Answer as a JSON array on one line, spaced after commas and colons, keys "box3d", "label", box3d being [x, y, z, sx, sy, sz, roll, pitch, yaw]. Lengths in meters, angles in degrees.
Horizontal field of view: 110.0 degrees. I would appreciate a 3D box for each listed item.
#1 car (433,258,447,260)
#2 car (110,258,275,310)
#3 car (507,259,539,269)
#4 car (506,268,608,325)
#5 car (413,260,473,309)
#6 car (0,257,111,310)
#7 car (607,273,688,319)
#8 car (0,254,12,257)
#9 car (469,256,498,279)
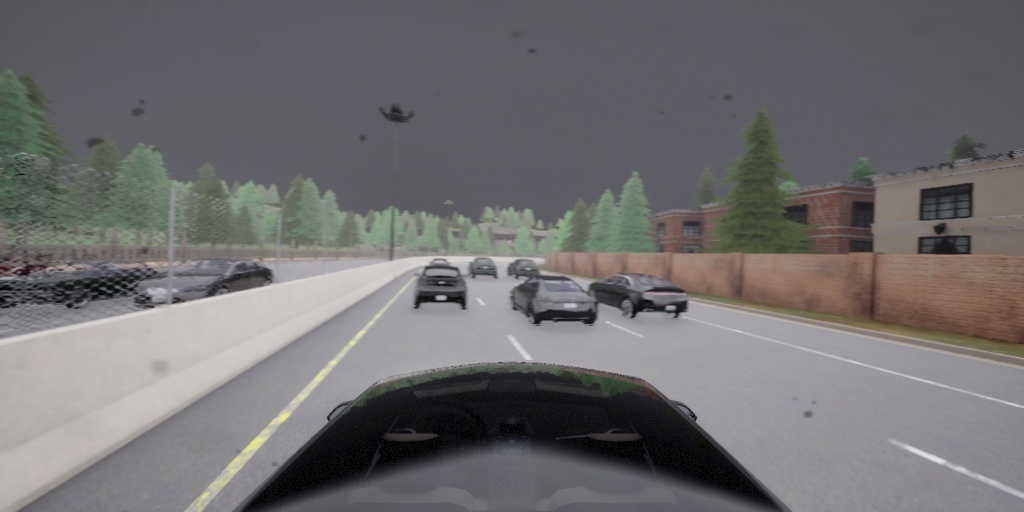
[{"box3d": [-6.251, 0.920, 30.965, 1.812, 1.442, 4.674, 2, 0, -12], "label": "car"}, {"box3d": [-9.662, 0.816, 11.789, 2.128, 1.511, 4.902, 2, 0, -12], "label": "car"}, {"box3d": [0.889, 1.033, 31.070, 2.097, 1.767, 4.553, 2, 0, -12], "label": "car"}, {"box3d": [1.218, 1.326, 11.930, 1.994, 1.385, 4.181, 2, 0, -12], "label": "car"}, {"box3d": [-2.791, 1.098, 14.093, 1.837, 1.490, 4.892, 2, 0, -12], "label": "car"}, {"box3d": [-13.136, 0.787, 11.295, 1.895, 1.301, 4.718, 2, 0, -12], "label": "car"}, {"box3d": [4.462, 1.379, 13.543, 2.128, 1.511, 4.902, 2, 0, -12], "label": "car"}, {"box3d": [-16.450, 0.534, 10.072, 1.882, 1.535, 5.008, 2, 0, -12], "label": "car"}, {"box3d": [-2.540, 0.898, 30.372, 2.097, 1.767, 4.553, 2, 0, -12], "label": "car"}]
